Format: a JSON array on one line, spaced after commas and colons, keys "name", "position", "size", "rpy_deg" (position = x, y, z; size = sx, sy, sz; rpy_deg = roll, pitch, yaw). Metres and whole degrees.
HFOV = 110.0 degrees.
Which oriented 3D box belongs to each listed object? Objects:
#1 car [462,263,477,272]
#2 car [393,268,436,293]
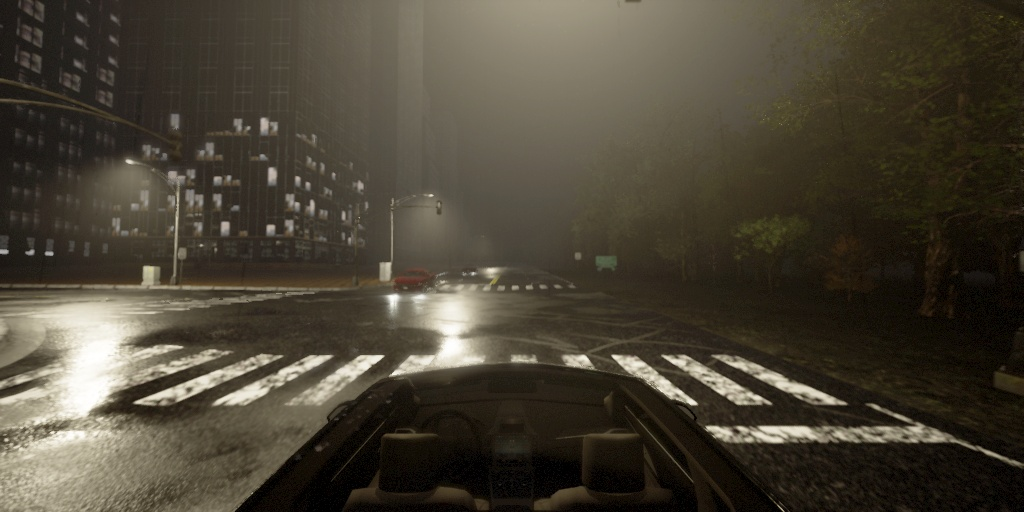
[{"name": "car", "position": [-6.476, 1.833, 55.094], "size": [1.994, 1.385, 4.181], "rpy_deg": [0, 0, 0]}, {"name": "car", "position": [-6.469, 1.606, 24.268], "size": [1.882, 1.535, 5.008], "rpy_deg": [1, 1, 0]}]
